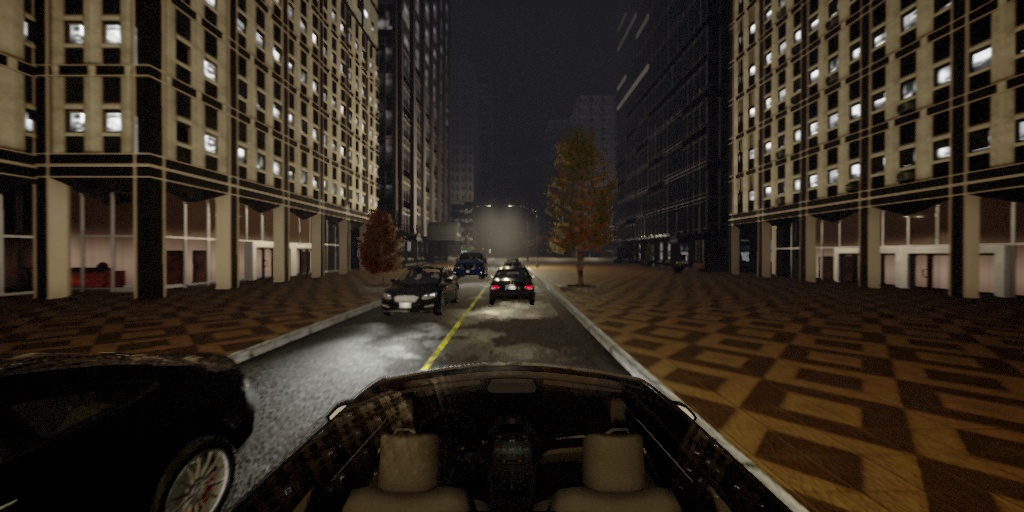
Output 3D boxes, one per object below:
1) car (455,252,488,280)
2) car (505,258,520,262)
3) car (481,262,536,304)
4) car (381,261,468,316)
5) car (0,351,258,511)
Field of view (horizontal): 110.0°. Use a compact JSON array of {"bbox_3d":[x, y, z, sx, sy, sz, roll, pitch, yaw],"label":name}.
[{"bbox_3d":[-3.048,0.700,27.661,2.150,2.045,5.566,0,0,0],"label":"car"},{"bbox_3d":[0.072,0.929,36.761,2.033,1.411,5.357,0,1,0],"label":"car"},{"bbox_3d":[0.018,1.155,15.364,2.033,1.411,5.357,0,1,0],"label":"car"},{"bbox_3d":[-3.049,1.124,12.757,2.128,1.511,4.902,0,1,1],"label":"car"},{"bbox_3d":[-3.090,1.281,1.236,1.812,1.442,4.674,0,1,0],"label":"car"}]
